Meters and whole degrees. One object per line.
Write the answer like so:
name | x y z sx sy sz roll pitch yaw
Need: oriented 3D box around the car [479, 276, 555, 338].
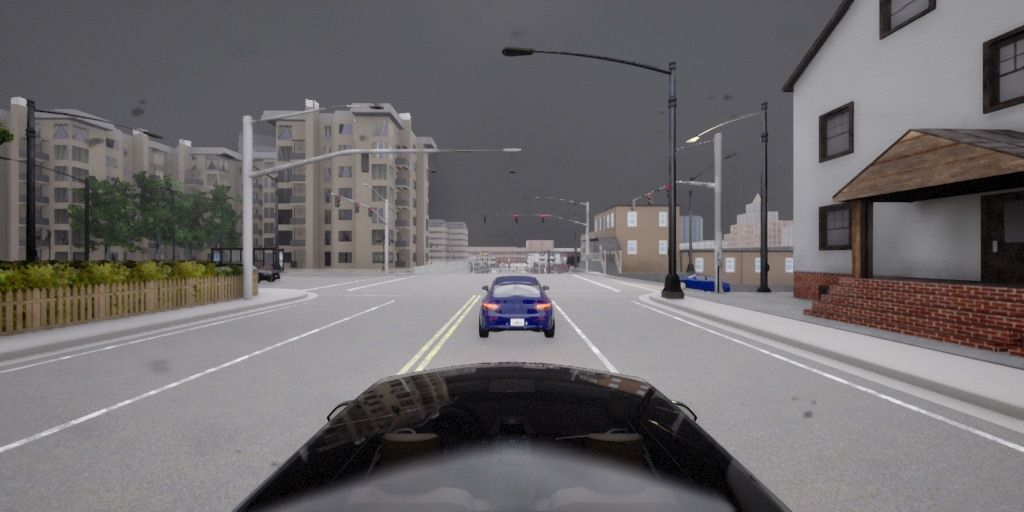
car | 0.110 1.274 10.098 1.812 1.442 4.674 0 0 0

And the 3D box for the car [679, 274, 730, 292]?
car | 15.377 2.205 29.782 5.008 1.535 1.882 9 0 1

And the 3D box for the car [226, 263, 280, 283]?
car | -19.886 1.251 26.595 4.892 1.490 1.837 0 0 1
